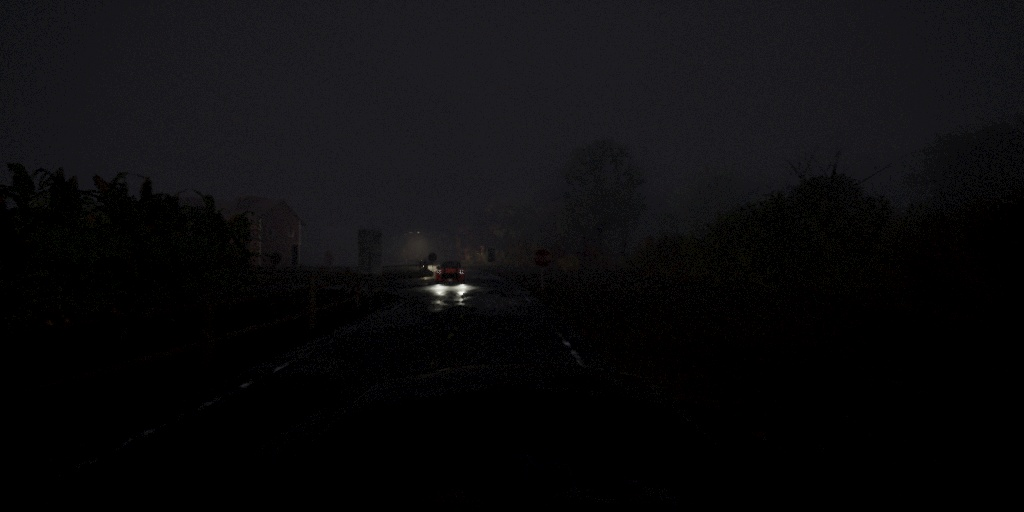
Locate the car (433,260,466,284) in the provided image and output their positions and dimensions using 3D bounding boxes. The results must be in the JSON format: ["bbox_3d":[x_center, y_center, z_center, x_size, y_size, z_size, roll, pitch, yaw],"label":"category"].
[{"bbox_3d":[-4.622,1.136,27.392,2.097,1.767,4.553,0,0,-8],"label":"car"}]
